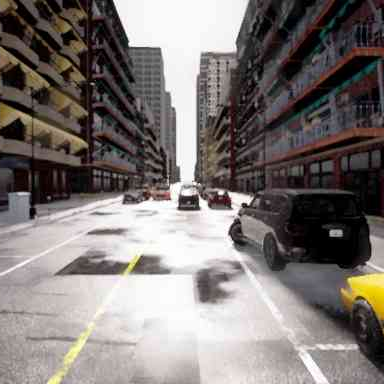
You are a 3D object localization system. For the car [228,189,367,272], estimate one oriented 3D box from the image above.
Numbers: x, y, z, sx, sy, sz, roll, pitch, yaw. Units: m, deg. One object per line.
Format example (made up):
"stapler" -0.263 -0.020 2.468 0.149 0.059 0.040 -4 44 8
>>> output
"car" 2.836 0.900 9.863 2.150 2.045 5.566 0 2 -6

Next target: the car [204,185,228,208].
"car" 2.346 0.494 29.360 1.967 1.590 4.097 1 2 -1

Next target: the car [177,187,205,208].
"car" -0.280 0.558 29.030 2.128 1.511 4.902 0 2 0

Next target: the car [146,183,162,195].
"car" -6.370 -0.513 56.886 2.192 1.841 5.009 1 2 -1

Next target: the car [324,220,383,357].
"car" 3.117 1.363 2.738 1.801 1.575 5.366 0 2 -1

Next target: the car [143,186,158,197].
"car" -6.304 -0.119 51.187 1.752 1.417 4.829 1 2 -1

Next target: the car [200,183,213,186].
"car" 2.145 -0.166 45.967 2.192 1.841 5.009 1 2 -1

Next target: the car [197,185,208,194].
"car" 1.935 -0.498 62.755 1.752 1.417 4.829 1 2 -1

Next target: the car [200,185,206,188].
"car" 2.209 0.242 40.438 1.887 1.381 4.507 1 2 -1

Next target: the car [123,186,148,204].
"car" -6.103 0.437 34.745 2.008 1.369 4.403 1 2 -1

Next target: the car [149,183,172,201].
"car" -3.577 0.071 39.869 2.097 1.767 4.553 0 2 -1

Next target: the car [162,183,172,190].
"car" -6.779 -1.589 90.109 2.192 1.841 5.009 1 2 -1

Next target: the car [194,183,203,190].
"car" 1.669 -1.420 84.728 2.192 1.841 5.009 1 2 -1

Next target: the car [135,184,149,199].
"car" -6.166 0.023 40.275 2.192 1.841 5.009 1 2 -1

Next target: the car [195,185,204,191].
"car" 1.733 -1.010 79.197 1.887 1.381 4.507 1 2 -1

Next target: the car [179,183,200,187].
"car" -0.470 -0.198 44.179 2.150 2.045 5.566 0 2 0

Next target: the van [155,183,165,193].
"van" -6.507 -0.845 67.962 1.690 1.788 3.998 1 2 -1

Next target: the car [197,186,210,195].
"car" 2.004 -0.288 57.049 2.008 1.369 4.403 1 2 -1
